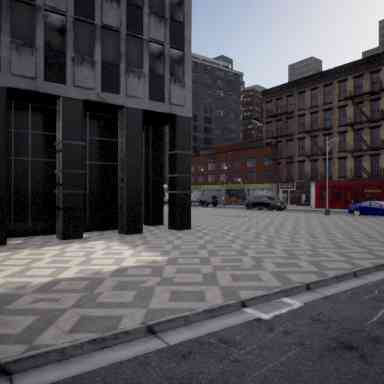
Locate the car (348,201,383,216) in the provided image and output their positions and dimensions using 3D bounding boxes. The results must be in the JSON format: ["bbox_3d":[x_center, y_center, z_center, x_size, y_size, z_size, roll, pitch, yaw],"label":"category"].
[{"bbox_3d":[17.180,1.576,30.847,1.882,1.535,5.008,0,-1,-37],"label":"car"}]

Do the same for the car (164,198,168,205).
[{"bbox_3d":[-4.045,1.842,65.059,1.837,1.490,4.892,0,0,-36],"label":"car"}]

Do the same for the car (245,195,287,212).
[{"bbox_3d":[9.169,1.415,41.790,2.150,2.045,5.566,0,-1,-36],"label":"car"}]

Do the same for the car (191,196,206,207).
[{"bbox_3d":[-0.511,1.783,55.089,2.128,1.511,4.902,0,0,-36],"label":"car"}]

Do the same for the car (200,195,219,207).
[{"bbox_3d":[2.176,1.520,56.661,2.150,2.045,5.566,0,0,-36],"label":"car"}]
